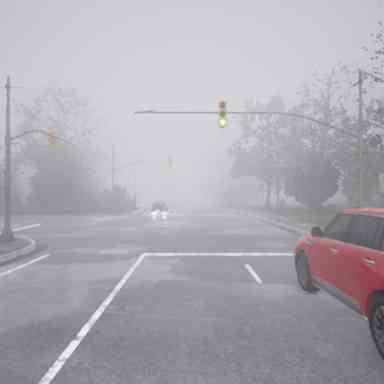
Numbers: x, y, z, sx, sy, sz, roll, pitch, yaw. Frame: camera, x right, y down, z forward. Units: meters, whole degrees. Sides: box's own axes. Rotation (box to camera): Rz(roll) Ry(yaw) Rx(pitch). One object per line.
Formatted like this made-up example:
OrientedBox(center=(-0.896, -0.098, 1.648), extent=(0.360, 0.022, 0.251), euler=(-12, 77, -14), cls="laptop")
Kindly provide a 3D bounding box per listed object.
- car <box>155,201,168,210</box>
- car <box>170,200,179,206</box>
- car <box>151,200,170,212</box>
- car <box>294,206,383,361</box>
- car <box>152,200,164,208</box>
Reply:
OrientedBox(center=(-4.929, 2.087, 53.018), extent=(1.895, 1.301, 4.718), euler=(0, -1, -7), cls="car")
OrientedBox(center=(-4.684, 2.735, 82.966), extent=(1.882, 1.535, 5.008), euler=(0, -2, -22), cls="car")
OrientedBox(center=(-4.159, 1.858, 43.105), extent=(1.994, 1.385, 4.181), euler=(0, -1, -3), cls="car")
OrientedBox(center=(3.587, 1.252, 5.859), extent=(2.150, 2.045, 5.566), euler=(0, 0, 0), cls="car")
OrientedBox(center=(-6.700, 2.279, 64.822), extent=(1.882, 1.535, 5.008), euler=(0, -1, -11), cls="car")
